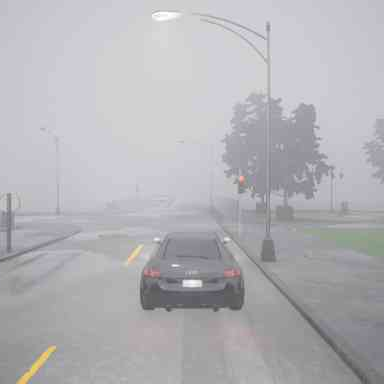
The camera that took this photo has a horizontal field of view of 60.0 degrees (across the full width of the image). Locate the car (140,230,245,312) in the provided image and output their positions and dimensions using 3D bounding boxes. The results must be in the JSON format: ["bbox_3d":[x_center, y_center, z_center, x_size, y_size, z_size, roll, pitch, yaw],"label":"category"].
[{"bbox_3d":[0.001,1.564,7.801,1.994,1.385,4.181,0,0,0],"label":"car"}]

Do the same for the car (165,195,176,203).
[{"bbox_3d":[-4.577,1.525,71.510,2.128,1.511,4.902,0,0,0],"label":"car"}]

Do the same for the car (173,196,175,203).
[{"bbox_3d":[-4.557,1.547,61.267,2.033,1.411,5.357,0,0,0],"label":"car"}]

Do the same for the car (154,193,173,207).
[{"bbox_3d":[-4.511,1.221,51.016,2.150,2.045,5.566,0,0,-1],"label":"car"}]
